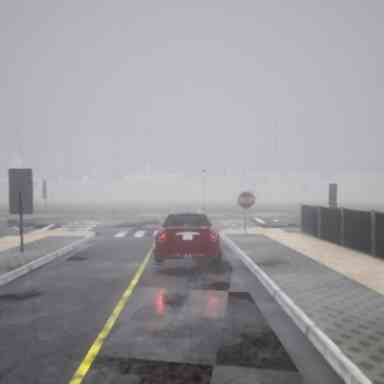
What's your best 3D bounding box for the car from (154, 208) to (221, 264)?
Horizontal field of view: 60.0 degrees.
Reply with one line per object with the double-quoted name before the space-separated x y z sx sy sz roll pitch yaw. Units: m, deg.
"car" -0.174 1.407 12.191 2.097 1.767 4.553 0 0 -1
